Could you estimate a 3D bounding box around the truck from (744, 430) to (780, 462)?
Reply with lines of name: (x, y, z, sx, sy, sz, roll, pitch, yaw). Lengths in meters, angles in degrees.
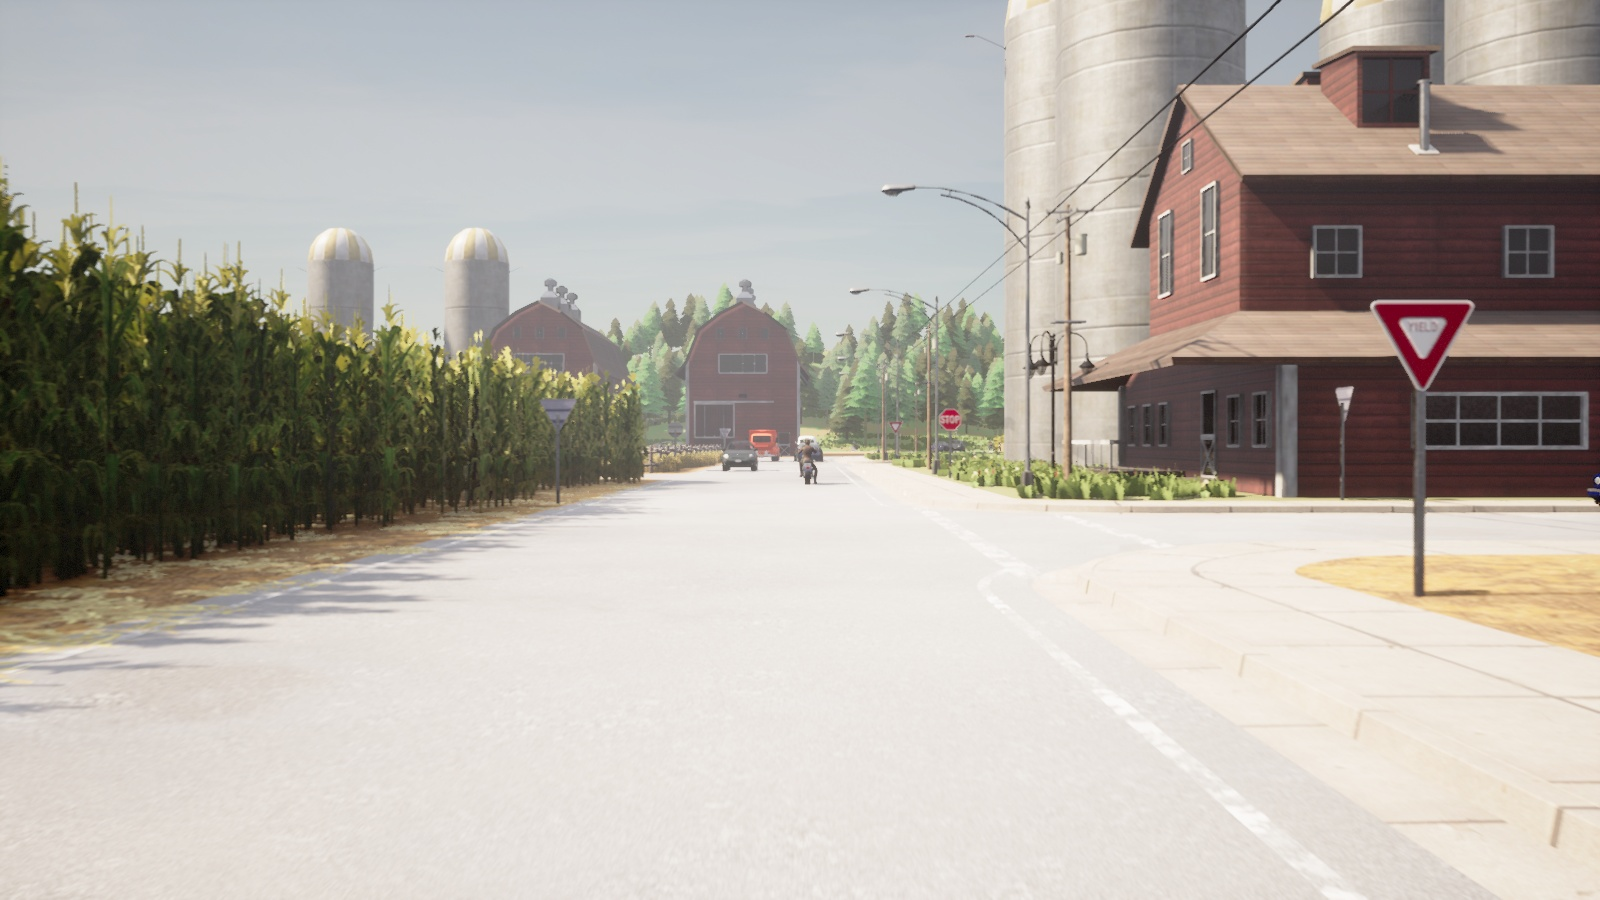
truck: (-2.928, -0.339, 98.385, 2.627, 2.467, 5.204, 0, 0, 0)

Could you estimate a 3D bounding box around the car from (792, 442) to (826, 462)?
car: (0.650, 0.161, 96.550, 2.163, 1.488, 4.792, 0, 0, -5)

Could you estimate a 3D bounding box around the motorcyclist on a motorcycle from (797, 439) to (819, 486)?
motorcyclist on a motorcycle: (0.270, 0.425, 44.819, 0.766, 1.649, 2.350, 0, 0, 0)

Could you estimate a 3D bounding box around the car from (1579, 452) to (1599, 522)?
car: (17.219, 0.694, 23.003, 4.718, 1.301, 1.895, 0, 0, -1)

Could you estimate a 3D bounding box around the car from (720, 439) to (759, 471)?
car: (-3.113, 0.246, 65.299, 1.851, 1.617, 3.988, 0, 0, 0)
